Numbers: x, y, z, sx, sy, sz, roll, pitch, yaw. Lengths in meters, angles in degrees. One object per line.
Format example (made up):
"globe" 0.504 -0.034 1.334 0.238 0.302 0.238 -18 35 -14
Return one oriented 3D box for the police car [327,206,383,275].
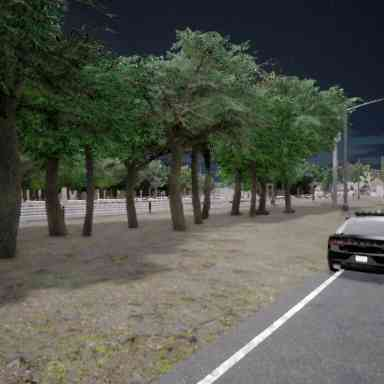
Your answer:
"police car" 5.604 1.407 10.130 1.930 1.638 5.238 0 0 36
